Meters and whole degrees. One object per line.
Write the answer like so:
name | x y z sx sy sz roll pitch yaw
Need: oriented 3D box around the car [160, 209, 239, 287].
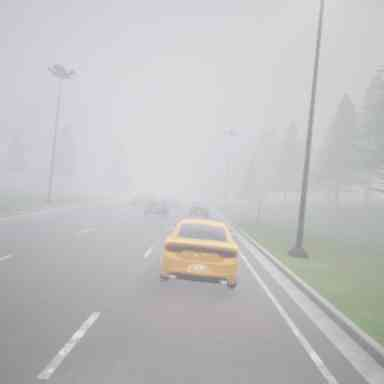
car | 0.259 1.536 9.795 1.882 1.535 5.008 6 0 2

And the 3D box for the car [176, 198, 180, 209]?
car | -2.590 1.451 44.209 2.033 1.411 5.357 6 0 1

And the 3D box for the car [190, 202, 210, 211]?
car | 0.717 1.710 32.520 1.812 1.442 4.674 6 0 1

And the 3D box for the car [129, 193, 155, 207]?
car | -6.191 1.086 40.225 2.033 1.411 5.357 6 0 2

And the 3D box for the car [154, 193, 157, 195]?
car | -6.016 0.941 50.163 2.097 1.767 4.553 6 0 1

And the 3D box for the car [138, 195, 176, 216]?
car | -2.840 1.312 28.159 2.128 1.511 4.902 6 0 1
